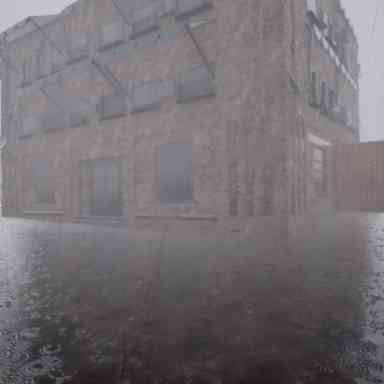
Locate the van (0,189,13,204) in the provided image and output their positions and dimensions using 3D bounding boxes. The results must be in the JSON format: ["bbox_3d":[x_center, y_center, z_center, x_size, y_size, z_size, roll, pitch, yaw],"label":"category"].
[{"bbox_3d":[-29.157,0.676,49.542,4.442,1.987,1.878,-1,2,24],"label":"van"}]

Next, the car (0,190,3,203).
[{"bbox_3d":[-20.127,0.628,39.774,5.566,2.045,2.435,-1,2,24],"label":"car"}]
